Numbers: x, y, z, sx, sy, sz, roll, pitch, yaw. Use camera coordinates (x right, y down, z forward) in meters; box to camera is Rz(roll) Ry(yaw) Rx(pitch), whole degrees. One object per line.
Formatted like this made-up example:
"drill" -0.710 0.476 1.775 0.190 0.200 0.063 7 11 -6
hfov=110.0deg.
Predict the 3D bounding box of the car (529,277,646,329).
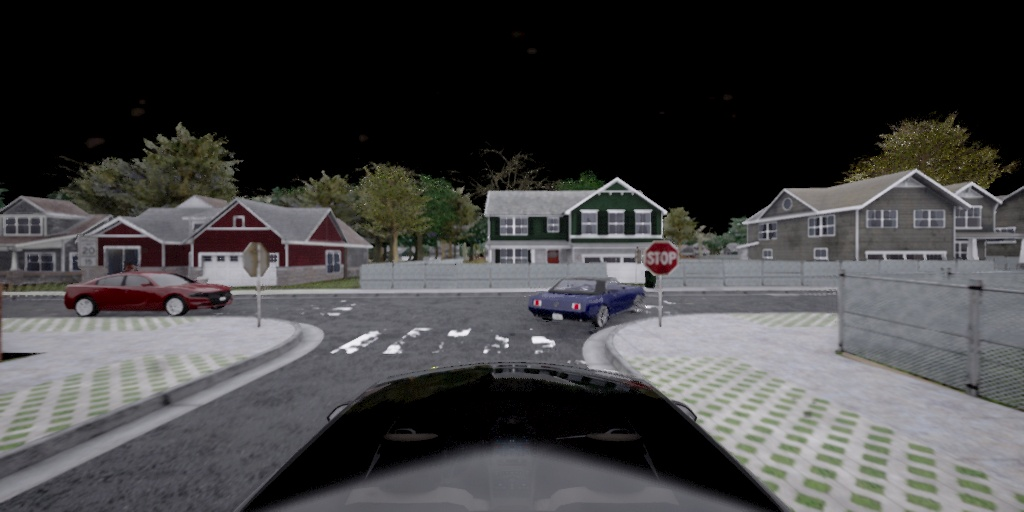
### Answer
"car" 2.600 1.303 11.320 1.895 1.301 4.718 0 0 38

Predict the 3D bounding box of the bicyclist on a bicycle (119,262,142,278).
"bicyclist on a bicycle" -20.032 1.152 18.890 0.582 1.620 1.656 0 0 0

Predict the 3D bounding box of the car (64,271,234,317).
"car" -12.940 1.290 12.975 5.008 1.535 1.882 0 0 0
